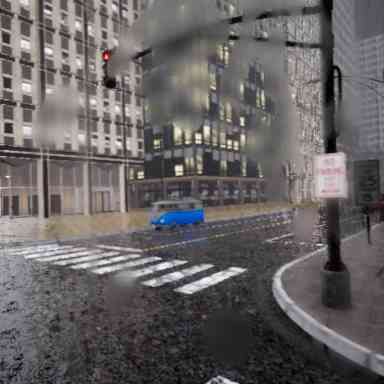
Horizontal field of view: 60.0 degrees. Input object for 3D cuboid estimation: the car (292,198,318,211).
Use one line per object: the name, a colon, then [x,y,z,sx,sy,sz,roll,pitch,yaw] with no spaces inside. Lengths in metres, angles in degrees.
car: [12.932,1.427,38.068,1.752,1.417,4.829,-2,-1,39]

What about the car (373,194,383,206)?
car: [26.043,1.100,45.098,1.837,1.490,4.892,-2,-1,39]

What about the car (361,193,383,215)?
car: [16.064,1.000,28.623,2.192,1.841,5.009,-2,-1,39]

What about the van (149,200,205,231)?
van: [-0.910,1.445,20.924,1.690,1.788,3.998,-2,-1,39]

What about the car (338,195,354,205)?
car: [23.494,1.191,51.160,1.967,1.590,4.097,-2,-1,39]
